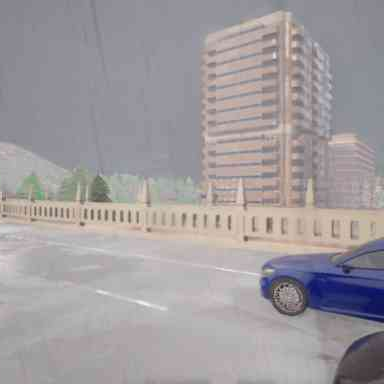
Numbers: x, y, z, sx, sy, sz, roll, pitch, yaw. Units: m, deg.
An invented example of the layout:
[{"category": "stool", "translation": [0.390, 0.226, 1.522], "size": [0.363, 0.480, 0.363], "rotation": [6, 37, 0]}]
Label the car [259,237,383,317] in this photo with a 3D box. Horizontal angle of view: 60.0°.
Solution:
[{"category": "car", "translation": [3.498, 1.526, 5.797], "size": [4.674, 1.442, 1.812], "rotation": [0, 0, 35]}]

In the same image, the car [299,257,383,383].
[{"category": "car", "translation": [3.294, 1.504, 1.643], "size": [4.892, 1.490, 1.837], "rotation": [0, 0, 35]}]
